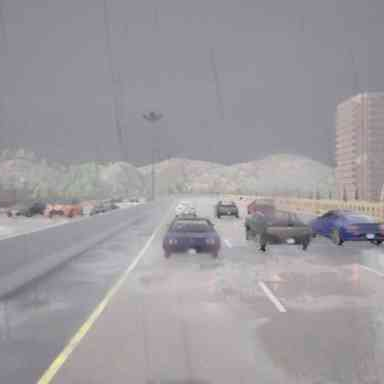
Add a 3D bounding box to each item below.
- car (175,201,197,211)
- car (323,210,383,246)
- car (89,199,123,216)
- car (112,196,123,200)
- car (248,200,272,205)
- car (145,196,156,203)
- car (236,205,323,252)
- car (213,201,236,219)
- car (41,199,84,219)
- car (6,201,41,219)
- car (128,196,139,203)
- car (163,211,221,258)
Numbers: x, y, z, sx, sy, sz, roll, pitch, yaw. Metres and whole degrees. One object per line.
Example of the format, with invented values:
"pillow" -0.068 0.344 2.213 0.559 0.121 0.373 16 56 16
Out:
"car" -0.551 1.565 30.742 1.812 1.442 4.674 0 0 -2
"car" 6.889 1.545 15.229 1.812 1.442 4.674 0 0 -1
"car" -7.703 1.602 29.614 1.994 1.385 4.181 0 0 -2
"car" -15.810 1.567 70.584 1.882 1.535 5.008 0 0 -2
"car" 6.443 1.518 31.445 1.882 1.535 5.008 0 0 -2
"car" -8.813 1.642 70.789 1.994 1.385 4.181 0 0 -2
"car" 3.413 1.510 14.113 2.128 1.511 4.902 0 0 -1
"car" 2.988 1.530 29.833 2.128 1.511 4.902 0 0 -2
"car" -11.203 1.390 29.561 2.097 1.767 4.553 0 0 -2
"car" -14.712 1.530 29.840 2.128 1.511 4.902 0 0 -2
"car" -12.312 1.613 70.687 1.812 1.442 4.674 0 0 -2
"car" -0.053 1.617 12.857 1.895 1.301 4.718 0 0 -1
